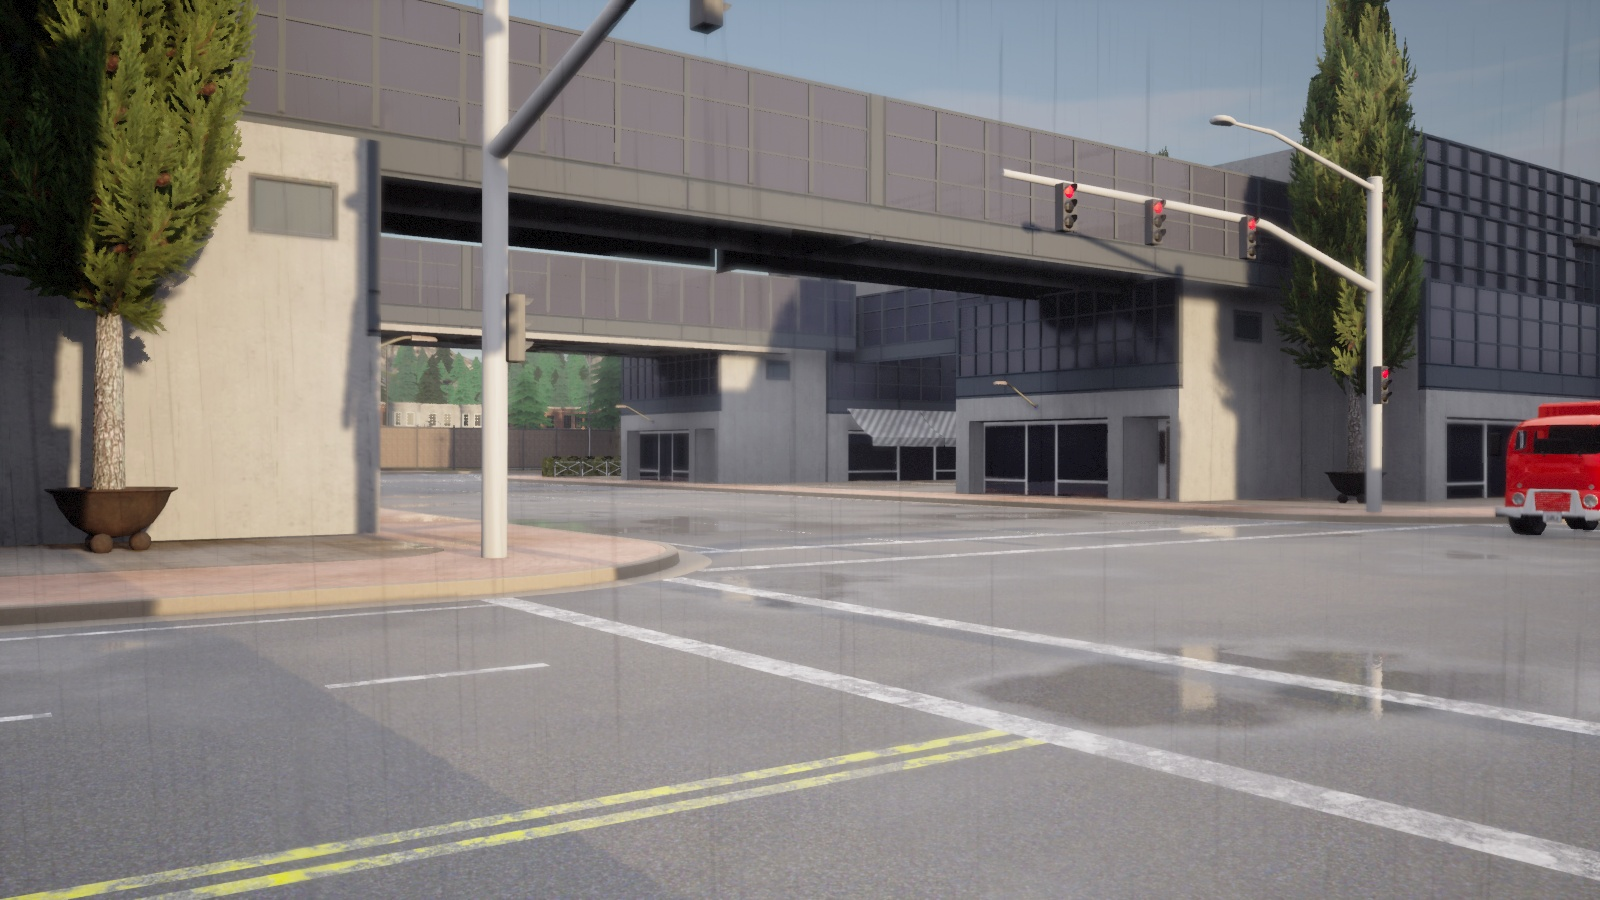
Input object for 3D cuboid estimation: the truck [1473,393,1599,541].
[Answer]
[{"bbox_3d":[15.030,0.283,23.141,5.204,2.467,2.627,0,0,-36],"label":"truck"}]
